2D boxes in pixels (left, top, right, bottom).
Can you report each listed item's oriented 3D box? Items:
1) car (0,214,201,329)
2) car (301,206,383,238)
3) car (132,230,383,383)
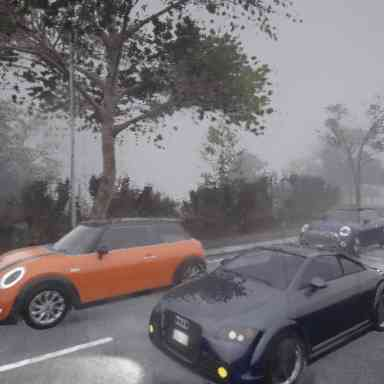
[{"bbox_3d":[-1.882,1.380,7.133,4.553,1.767,2.097,0,0,-37],"label":"car"},{"bbox_3d":[6.439,1.438,13.928,4.553,1.767,2.097,1,-1,-42],"label":"car"},{"bbox_3d":[1.435,1.582,5.263,4.181,1.385,1.994,0,0,-38],"label":"car"}]
